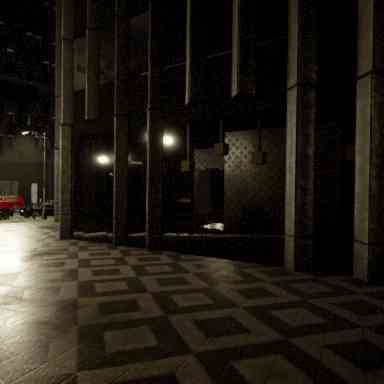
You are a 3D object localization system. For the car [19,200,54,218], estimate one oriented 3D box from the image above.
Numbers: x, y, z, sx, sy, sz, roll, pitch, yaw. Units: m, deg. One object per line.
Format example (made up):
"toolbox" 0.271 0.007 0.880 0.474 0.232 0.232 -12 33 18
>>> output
"car" -13.864 1.742 31.218 1.947 1.339 4.313 1 0 35

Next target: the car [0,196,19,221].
"car" -17.116 1.463 26.607 2.192 1.841 5.009 1 0 35

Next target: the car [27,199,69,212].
"car" -17.566 1.633 40.752 1.947 1.339 4.313 1 0 35

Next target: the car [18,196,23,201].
"car" -20.818 1.353 36.142 2.192 1.841 5.009 1 0 35
